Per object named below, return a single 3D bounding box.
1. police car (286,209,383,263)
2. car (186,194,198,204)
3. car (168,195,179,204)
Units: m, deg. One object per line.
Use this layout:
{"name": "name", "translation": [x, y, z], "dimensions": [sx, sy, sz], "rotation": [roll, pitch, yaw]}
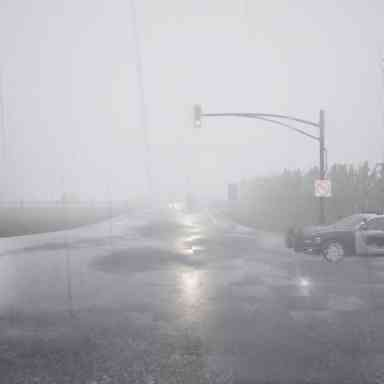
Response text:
{"name": "police car", "translation": [5.946, 1.407, 11.333], "dimensions": [5.238, 1.638, 1.930], "rotation": [0, 0, -1]}
{"name": "car", "translation": [0.016, 1.524, 59.329], "dimensions": [1.895, 1.301, 4.718], "rotation": [0, 0, 0]}
{"name": "car", "translation": [-3.483, 1.403, 63.478], "dimensions": [2.128, 1.511, 4.902], "rotation": [0, 0, 0]}
